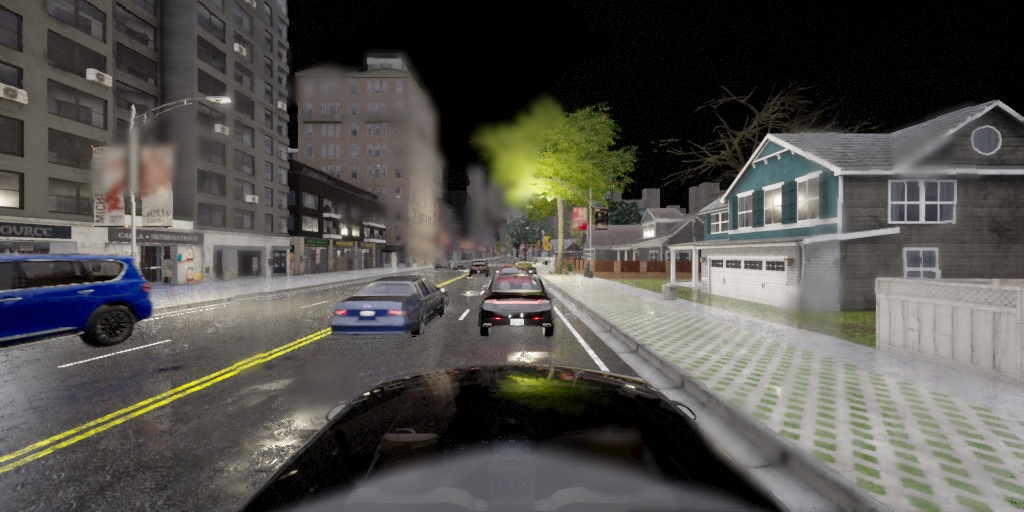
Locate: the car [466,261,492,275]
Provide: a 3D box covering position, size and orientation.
[{"bbox_3d":[-3.115,1.225,35.550,1.837,1.490,4.892,0,0,0],"label":"car"}]

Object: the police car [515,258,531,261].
[{"bbox_3d":[1.004,1.155,29.557,1.930,1.638,5.238,0,0,0],"label":"police car"}]

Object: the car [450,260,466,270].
[{"bbox_3d":[-6.552,1.270,47.217,1.994,1.385,4.181,0,0,0],"label":"car"}]

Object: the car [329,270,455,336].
[{"bbox_3d":[-3.139,1.295,10.311,2.033,1.411,5.357,0,0,0],"label":"car"}]

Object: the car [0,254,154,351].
[{"bbox_3d":[-9.844,0.971,6.399,2.150,2.045,5.566,0,0,0],"label":"car"}]

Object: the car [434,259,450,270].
[{"bbox_3d":[-9.798,1.202,51.196,1.837,1.490,4.892,0,1,0],"label":"car"}]

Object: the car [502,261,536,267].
[{"bbox_3d":[0.119,1.218,19.828,1.882,1.535,5.008,0,0,0],"label":"car"}]

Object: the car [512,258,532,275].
[{"bbox_3d":[1.013,1.067,39.417,2.097,1.767,4.553,0,0,0],"label":"car"}]

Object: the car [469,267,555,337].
[{"bbox_3d":[0.112,1.239,10.324,2.128,1.511,4.902,0,0,0],"label":"car"}]
